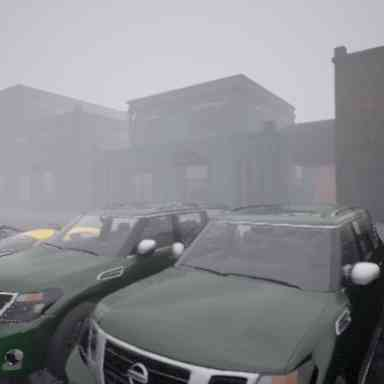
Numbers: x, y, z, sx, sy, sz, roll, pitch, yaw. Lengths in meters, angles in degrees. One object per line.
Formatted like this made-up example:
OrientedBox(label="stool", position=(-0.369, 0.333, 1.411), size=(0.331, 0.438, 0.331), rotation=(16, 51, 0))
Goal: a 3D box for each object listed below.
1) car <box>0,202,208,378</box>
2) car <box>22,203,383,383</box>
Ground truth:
OrientedBox(label="car", position=(-1.060, 1.243, 5.993), size=(2.435, 2.045, 5.566), rotation=(0, 0, 36))
OrientedBox(label="car", position=(1.184, 1.231, 4.391), size=(2.435, 2.045, 5.566), rotation=(0, 0, 36))
